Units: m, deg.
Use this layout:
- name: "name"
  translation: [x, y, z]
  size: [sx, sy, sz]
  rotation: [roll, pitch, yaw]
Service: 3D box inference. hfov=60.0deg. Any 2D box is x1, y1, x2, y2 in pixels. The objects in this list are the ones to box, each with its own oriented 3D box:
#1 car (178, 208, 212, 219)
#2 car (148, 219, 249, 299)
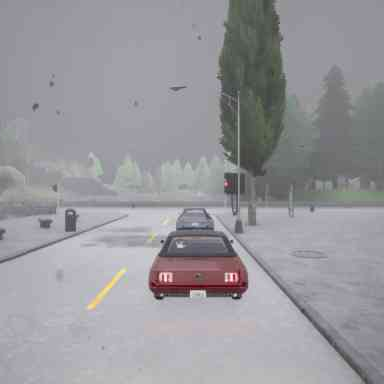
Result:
- name: "car"
  translation: [0.157, 1.564, 18.413]
  size: [1.994, 1.385, 4.181]
  rotation: [0, 0, 0]
- name: "car"
  translation: [0.125, 1.601, 8.373]
  size: [1.895, 1.301, 4.718]
  rotation: [0, 0, 0]
